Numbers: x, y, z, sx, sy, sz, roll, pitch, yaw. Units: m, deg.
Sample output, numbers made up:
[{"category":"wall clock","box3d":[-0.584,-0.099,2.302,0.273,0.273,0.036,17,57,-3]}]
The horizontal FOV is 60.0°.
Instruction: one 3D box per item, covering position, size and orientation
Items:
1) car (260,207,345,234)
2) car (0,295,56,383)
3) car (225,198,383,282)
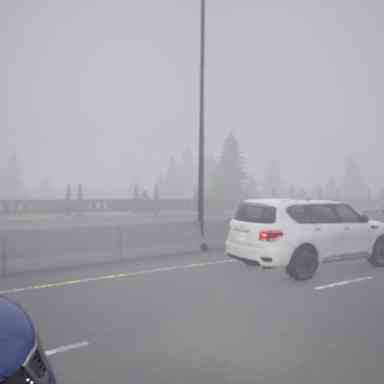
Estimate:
[{"category":"car","box3d":[6.474,1.596,19.462,4.718,1.301,1.895,0,0,-25]},{"category":"car","box3d":[-3.449,1.208,1.200,5.566,2.045,2.150,0,0,-36]},{"category":"car","box3d":[3.615,1.212,9.896,5.566,2.045,2.150,0,0,-30]}]
